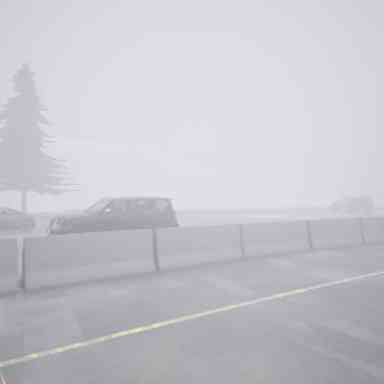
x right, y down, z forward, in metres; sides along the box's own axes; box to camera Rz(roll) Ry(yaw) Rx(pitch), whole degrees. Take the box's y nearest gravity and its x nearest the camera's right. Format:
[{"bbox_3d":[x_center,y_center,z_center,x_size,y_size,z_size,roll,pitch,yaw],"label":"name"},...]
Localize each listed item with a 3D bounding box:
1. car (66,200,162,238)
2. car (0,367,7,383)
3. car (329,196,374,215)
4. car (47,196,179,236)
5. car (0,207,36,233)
[{"bbox_3d":[-4.152,1.341,17.928,4.553,1.767,2.097,1,0,-33],"label":"car"},{"bbox_3d":[-3.209,1.318,1.302,4.553,1.767,2.097,1,0,-37],"label":"car"},{"bbox_3d":[18.440,1.480,38.340,5.566,2.045,2.150,0,0,-26],"label":"car"},{"bbox_3d":[-3.220,1.213,14.405,5.566,2.045,2.150,1,0,-34],"label":"car"},{"bbox_3d":[-10.624,1.486,17.760,4.181,1.385,1.994,1,0,-35],"label":"car"}]
